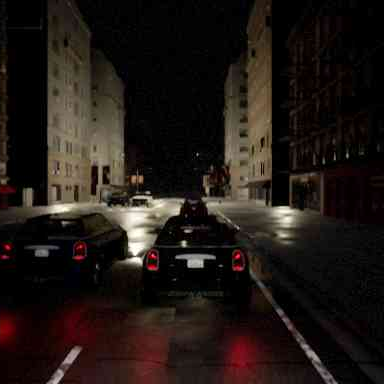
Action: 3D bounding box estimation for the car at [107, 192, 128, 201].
[{"bbox_3d":[-9.776,1.002,44.639,2.150,2.045,5.566,0,0,1],"label":"car"}]

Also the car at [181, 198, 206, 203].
[{"bbox_3d":[0.117,1.217,26.109,2.097,1.767,4.553,0,0,0],"label":"car"}]

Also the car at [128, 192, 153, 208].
[{"bbox_3d":[-6.532,1.005,43.893,2.150,2.045,5.566,0,0,1],"label":"car"}]

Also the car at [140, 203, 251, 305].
[{"bbox_3d":[0.101,1.307,8.157,2.097,1.767,4.553,0,0,1],"label":"car"}]

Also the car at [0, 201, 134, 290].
[{"bbox_3d":[-3.148,1.302,9.153,2.097,1.767,4.553,0,0,1],"label":"car"}]
